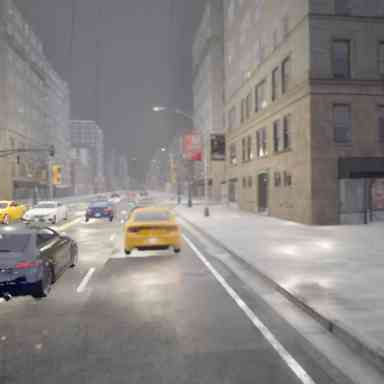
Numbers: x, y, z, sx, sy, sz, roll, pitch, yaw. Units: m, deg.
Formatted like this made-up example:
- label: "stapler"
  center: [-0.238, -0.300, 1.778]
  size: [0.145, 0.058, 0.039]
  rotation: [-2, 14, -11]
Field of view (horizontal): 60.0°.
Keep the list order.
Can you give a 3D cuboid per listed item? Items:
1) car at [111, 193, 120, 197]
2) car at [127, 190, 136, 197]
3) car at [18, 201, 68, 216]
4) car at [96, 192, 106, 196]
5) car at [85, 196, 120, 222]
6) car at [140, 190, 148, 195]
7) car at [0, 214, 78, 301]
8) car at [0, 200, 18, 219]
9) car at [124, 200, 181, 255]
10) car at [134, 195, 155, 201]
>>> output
- label: "car"
  center: [-17.575, 0.797, 76.332]
  size: [1.895, 1.301, 4.718]
  rotation: [-1, 1, -8]
- label: "car"
  center: [-15.509, 0.400, 84.580]
  size: [2.097, 1.767, 4.553]
  rotation: [-1, 1, -8]
- label: "car"
  center: [-9.689, 1.361, 22.387]
  size: [1.812, 1.442, 4.674]
  rotation: [-1, 1, -8]
- label: "car"
  center: [-20.797, 0.738, 75.887]
  size: [1.882, 1.535, 5.008]
  rotation: [-1, 1, -8]
- label: "car"
  center: [-6.469, 1.288, 23.890]
  size: [1.812, 1.442, 4.674]
  rotation: [-1, 1, -8]
- label: "car"
  center: [-12.294, 0.341, 85.053]
  size: [2.097, 1.767, 4.553]
  rotation: [-1, 1, -8]
- label: "car"
  center: [-4.157, 1.511, 8.187]
  size: [1.994, 1.385, 4.181]
  rotation: [-1, 1, -8]
- label: "car"
  center: [-13.039, 1.361, 22.890]
  size: [1.882, 1.535, 5.008]
  rotation: [-1, 1, -8]
- label: "car"
  center: [-1.551, 1.317, 12.781]
  size: [1.882, 1.535, 5.008]
  rotation: [-1, 1, -8]
- label: "car"
  center: [-3.177, 1.223, 23.152]
  size: [1.837, 1.490, 4.892]
  rotation: [-1, 1, -8]
